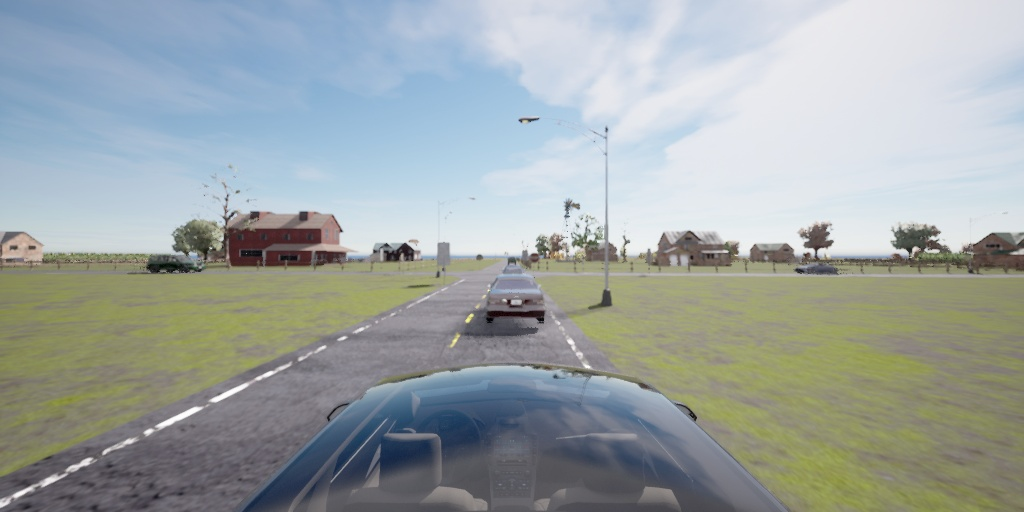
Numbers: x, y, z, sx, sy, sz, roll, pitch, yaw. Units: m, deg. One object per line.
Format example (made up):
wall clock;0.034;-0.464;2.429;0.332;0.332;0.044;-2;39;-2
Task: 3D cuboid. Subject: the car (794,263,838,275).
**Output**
car;36.695;1.520;43.380;4.181;1.385;1.994;0;0;1

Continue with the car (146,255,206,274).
car;-38.433;0.932;41.040;5.566;2.045;2.150;0;0;1

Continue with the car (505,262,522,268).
car;0.099;1.354;25.734;1.994;1.385;4.181;0;0;0

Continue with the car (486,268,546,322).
car;0.098;1.316;12.358;2.033;1.411;5.357;0;0;0
